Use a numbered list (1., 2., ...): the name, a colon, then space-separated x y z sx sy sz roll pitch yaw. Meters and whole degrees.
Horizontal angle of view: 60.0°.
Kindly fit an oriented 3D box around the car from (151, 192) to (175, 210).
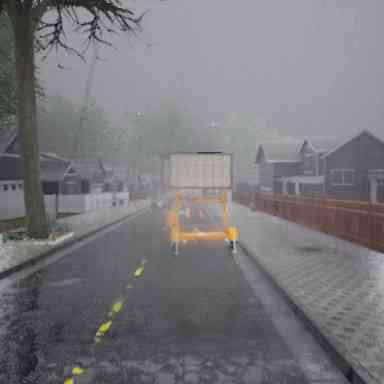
1. car: -2.990 0.996 33.497 2.128 1.511 4.902 0 1 0

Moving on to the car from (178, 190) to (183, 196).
1. car: -3.072 0.292 73.931 2.097 1.767 4.553 0 1 0

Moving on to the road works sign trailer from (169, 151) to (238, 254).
1. road works sign trailer: 0.305 0.267 12.654 2.380 3.560 2.880 0 1 -8
